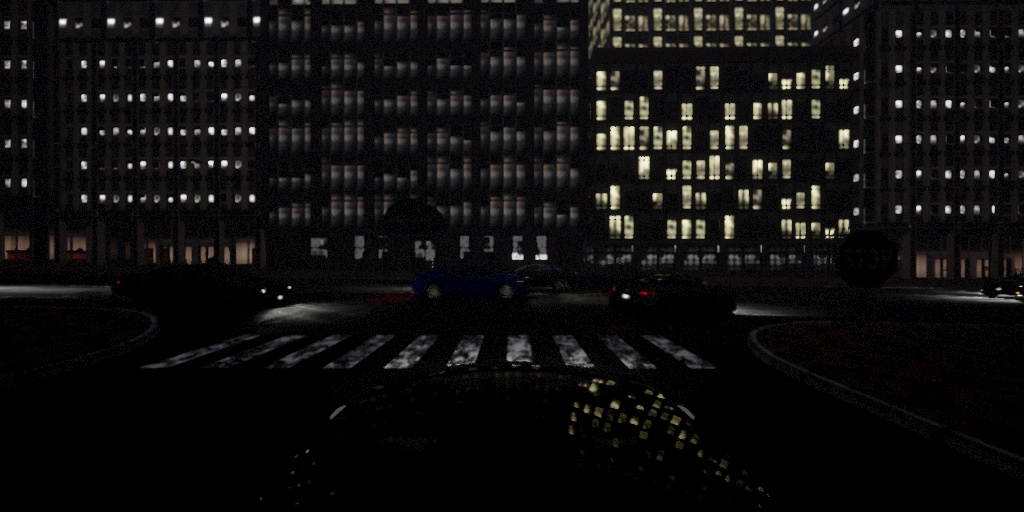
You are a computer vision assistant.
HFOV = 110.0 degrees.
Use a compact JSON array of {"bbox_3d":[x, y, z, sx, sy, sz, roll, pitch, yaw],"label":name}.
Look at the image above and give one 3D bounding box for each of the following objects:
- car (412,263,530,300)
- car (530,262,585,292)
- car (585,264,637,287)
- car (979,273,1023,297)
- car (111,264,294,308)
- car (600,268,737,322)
[{"bbox_3d":[-1.833,1.072,15.895,5.008,1.535,1.882,0,0,1],"label":"car"},{"bbox_3d":[1.139,1.084,19.316,4.902,1.511,2.128,1,0,1],"label":"car"},{"bbox_3d":[6.497,1.224,22.495,5.357,1.411,2.033,1,0,1],"label":"car"},{"bbox_3d":[27.763,1.597,18.953,4.181,1.385,1.994,1,0,1],"label":"car"},{"bbox_3d":[-10.864,0.987,12.782,5.357,1.411,2.033,2,0,1],"label":"car"},{"bbox_3d":[5.300,1.224,11.778,4.181,1.385,1.994,1,0,-25],"label":"car"}]
